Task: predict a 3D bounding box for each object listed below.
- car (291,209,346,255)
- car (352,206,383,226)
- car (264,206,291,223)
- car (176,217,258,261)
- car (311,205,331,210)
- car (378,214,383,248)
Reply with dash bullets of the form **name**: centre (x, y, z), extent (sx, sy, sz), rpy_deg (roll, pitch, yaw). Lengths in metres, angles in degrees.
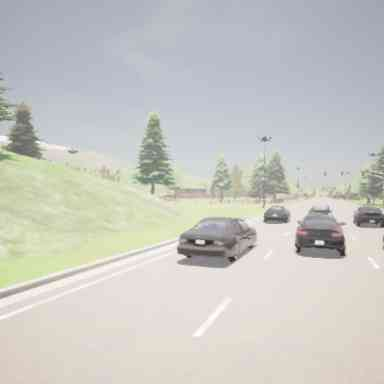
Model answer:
- **car**: centre (5.516, 1.709, 14.277), extent (1.812, 1.442, 4.674), rpy_deg (0, 0, 22)
- **car**: centre (13.990, 1.889, 26.384), extent (1.837, 1.490, 4.892), rpy_deg (0, 0, 22)
- **car**: centre (7.524, 1.898, 29.063), extent (1.994, 1.385, 4.181), rpy_deg (0, 0, 22)
- **car**: centre (1.200, 1.671, 12.907), extent (2.033, 1.411, 5.357), rpy_deg (0, -1, 22)
- **car**: centre (10.720, 1.848, 27.629), extent (2.128, 1.511, 4.902), rpy_deg (0, 0, 22)
- **car**: centre (8.616, 1.769, 12.603), extent (1.994, 1.385, 4.181), rpy_deg (0, 0, 22)
